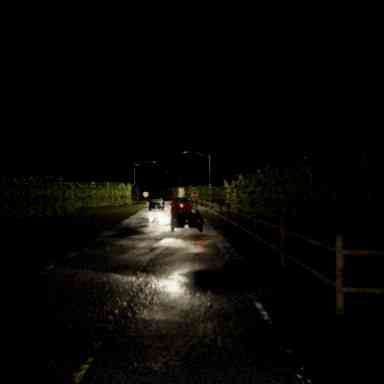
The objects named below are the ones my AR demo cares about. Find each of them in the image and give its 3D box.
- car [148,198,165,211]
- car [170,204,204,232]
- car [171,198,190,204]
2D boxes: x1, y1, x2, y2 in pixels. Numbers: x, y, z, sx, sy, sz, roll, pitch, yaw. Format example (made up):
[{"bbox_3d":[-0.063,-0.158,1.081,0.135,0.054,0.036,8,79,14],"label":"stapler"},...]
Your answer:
[{"bbox_3d":[-4.310,1.545,40.984,2.128,1.511,4.902,0,0,-4],"label":"car"},{"bbox_3d":[-0.366,1.617,20.456,1.895,1.301,4.718,0,0,-2],"label":"car"},{"bbox_3d":[-1.210,1.387,35.568,2.097,1.767,4.553,0,0,-4],"label":"car"}]
